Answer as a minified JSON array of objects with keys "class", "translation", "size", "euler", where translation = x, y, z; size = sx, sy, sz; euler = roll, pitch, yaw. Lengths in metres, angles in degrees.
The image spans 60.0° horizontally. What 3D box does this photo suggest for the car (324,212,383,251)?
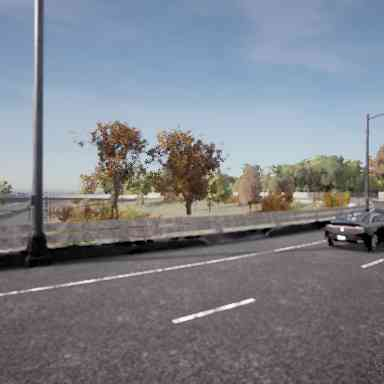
[{"class":"car","translation":[7.720,1.636,14.958],"size":[4.902,1.511,2.128],"euler":[1,0,-44]}]
